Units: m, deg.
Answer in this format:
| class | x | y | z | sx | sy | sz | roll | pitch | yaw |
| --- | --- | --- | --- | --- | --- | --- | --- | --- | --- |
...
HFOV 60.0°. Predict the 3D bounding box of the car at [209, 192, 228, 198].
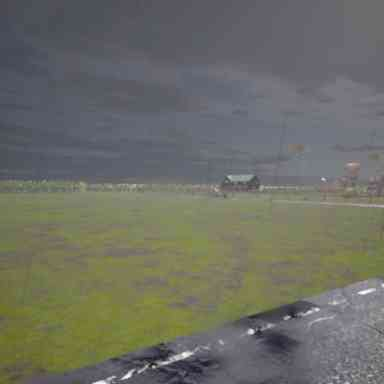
| class | x | y | z | sx | sy | sz | roll | pitch | yaw |
| --- | --- | --- | --- | --- | --- | --- | --- | --- | --- |
| car | 5.345 | 0.616 | 67.067 | 1.994 | 1.385 | 4.181 | 0 | 1 | -36 |
